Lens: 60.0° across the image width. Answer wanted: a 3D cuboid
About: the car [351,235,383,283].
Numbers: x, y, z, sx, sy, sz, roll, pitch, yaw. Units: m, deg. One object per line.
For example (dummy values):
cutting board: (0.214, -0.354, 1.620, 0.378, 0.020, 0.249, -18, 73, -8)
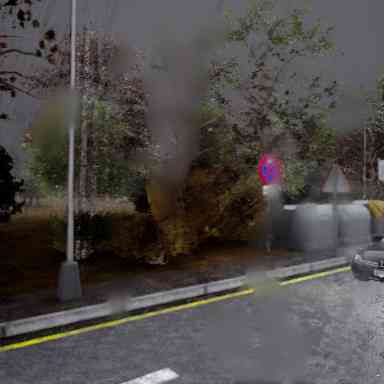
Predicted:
car: (6.181, 1.620, 8.914, 4.674, 1.442, 1.812, 1, 0, -36)
